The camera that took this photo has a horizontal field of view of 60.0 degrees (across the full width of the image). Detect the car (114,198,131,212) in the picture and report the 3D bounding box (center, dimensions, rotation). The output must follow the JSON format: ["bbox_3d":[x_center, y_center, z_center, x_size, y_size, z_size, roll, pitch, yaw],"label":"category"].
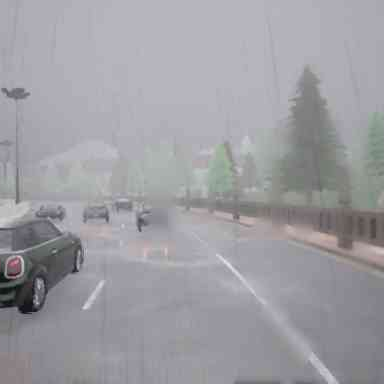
[{"bbox_3d":[-8.228,1.445,38.925,1.882,1.535,5.008,-1,0,-22],"label":"car"}]

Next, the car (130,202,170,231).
[{"bbox_3d":[-2.512,1.452,20.513,2.128,1.511,4.902,-1,0,-12],"label":"car"}]

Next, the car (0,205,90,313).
[{"bbox_3d":[-4.048,1.374,7.773,2.097,1.767,4.553,-1,0,-5],"label":"car"}]

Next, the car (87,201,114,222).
[{"bbox_3d":[-7.512,1.493,26.141,2.128,1.511,4.902,-1,0,-16],"label":"car"}]
